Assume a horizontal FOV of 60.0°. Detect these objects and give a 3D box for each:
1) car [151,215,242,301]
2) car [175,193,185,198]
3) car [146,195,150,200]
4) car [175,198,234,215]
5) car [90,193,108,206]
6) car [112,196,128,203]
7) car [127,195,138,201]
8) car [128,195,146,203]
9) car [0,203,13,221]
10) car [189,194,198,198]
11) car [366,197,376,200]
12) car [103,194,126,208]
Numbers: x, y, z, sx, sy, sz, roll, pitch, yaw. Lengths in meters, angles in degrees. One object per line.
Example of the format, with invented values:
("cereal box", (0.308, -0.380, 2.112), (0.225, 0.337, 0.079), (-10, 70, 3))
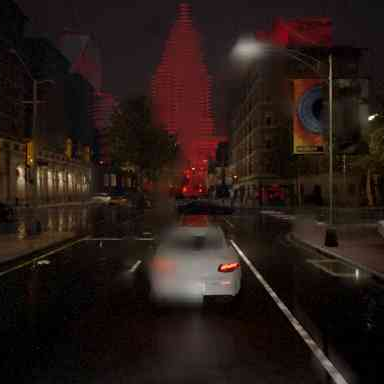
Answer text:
("car", (0.110, 1.526, 8.204), (1.812, 1.442, 4.674), (0, 0, 1))
("car", (-3.138, 1.218, 86.529), (2.150, 2.045, 5.566), (0, 0, 0))
("car", (-11.163, 1.540, 80.545), (2.033, 1.411, 5.357), (0, 0, 0))
("car", (1.190, 1.547, 30.997), (5.357, 1.411, 2.033), (0, 0, 18))
("car", (-14.865, 1.222, 54.194), (2.150, 2.045, 5.566), (0, 0, 0))
("car", (-14.716, 1.540, 68.055), (2.033, 1.411, 5.357), (0, 0, 0))
("car", (-14.654, 1.500, 82.610), (1.837, 1.490, 4.892), (0, 0, 0))
("car", (-11.218, 1.477, 68.280), (1.882, 1.535, 5.008), (0, 0, 0))
("car", (-15.003, 1.505, 24.283), (1.837, 1.490, 4.892), (0, 0, 0))
("car", (0.362, 1.493, 86.484), (1.837, 1.490, 4.892), (0, 0, 0))
("car", (34.730, 1.481, 68.120), (2.231, 1.521, 4.892), (0, 0, 0))
("car", (-11.384, 1.478, 49.628), (1.882, 1.535, 5.008), (0, 0, 0))
